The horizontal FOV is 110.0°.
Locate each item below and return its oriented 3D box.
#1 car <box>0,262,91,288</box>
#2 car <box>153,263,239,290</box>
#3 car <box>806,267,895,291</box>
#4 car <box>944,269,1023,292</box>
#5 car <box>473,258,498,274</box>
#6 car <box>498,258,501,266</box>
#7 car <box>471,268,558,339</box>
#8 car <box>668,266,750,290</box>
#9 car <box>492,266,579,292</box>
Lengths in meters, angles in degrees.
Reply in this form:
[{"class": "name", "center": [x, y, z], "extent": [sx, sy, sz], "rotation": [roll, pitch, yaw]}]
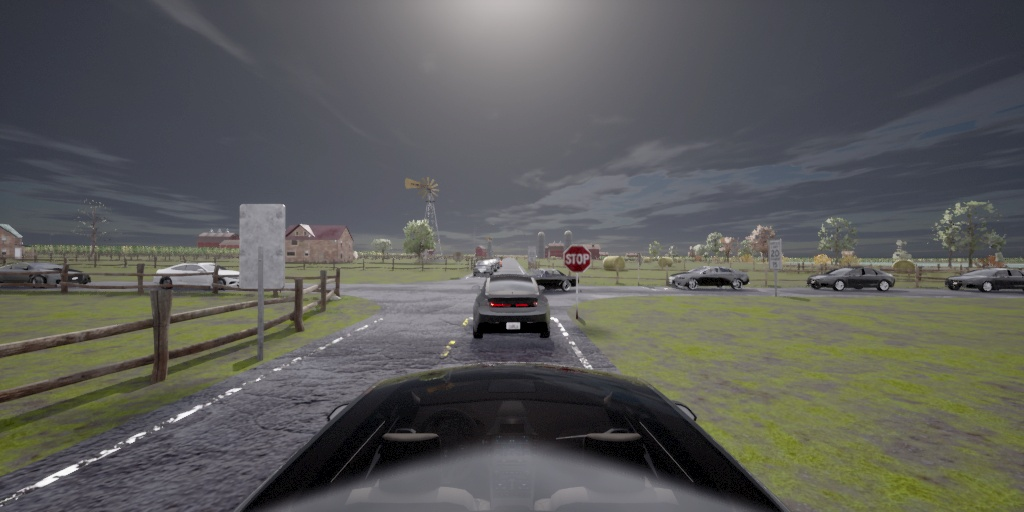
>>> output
[{"class": "car", "center": [-26.372, 1.048, 19.962], "extent": [4.181, 1.385, 1.994], "rotation": [1, -1, -1]}, {"class": "car", "center": [-17.252, 1.104, 20.088], "extent": [4.674, 1.442, 1.812], "rotation": [1, -1, -1]}, {"class": "car", "center": [22.190, 1.499, 23.595], "extent": [4.892, 1.490, 1.837], "rotation": [1, -1, -1]}, {"class": "car", "center": [31.692, 1.587, 23.720], "extent": [4.892, 1.490, 1.837], "rotation": [1, -1, -1]}, {"class": "car", "center": [-2.875, 1.243, 36.825], "extent": [2.128, 1.511, 4.902], "rotation": [0, 0, 0]}, {"class": "car", "center": [-2.872, 1.241, 46.270], "extent": [2.128, 1.511, 4.902], "rotation": [0, 0, 0]}, {"class": "car", "center": [-0.078, 1.256, 10.139], "extent": [1.837, 1.490, 4.892], "rotation": [0, 0, -2]}, {"class": "car", "center": [12.788, 1.396, 23.419], "extent": [4.902, 1.511, 2.128], "rotation": [1, -1, -2]}, {"class": "car", "center": [1.491, 1.369, 20.186], "extent": [4.718, 1.301, 1.895], "rotation": [1, 0, -35]}]
